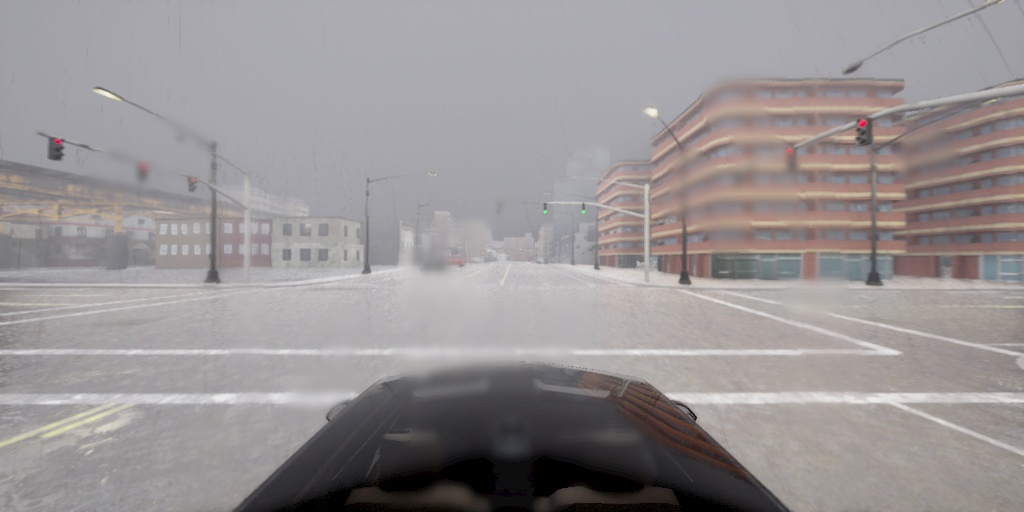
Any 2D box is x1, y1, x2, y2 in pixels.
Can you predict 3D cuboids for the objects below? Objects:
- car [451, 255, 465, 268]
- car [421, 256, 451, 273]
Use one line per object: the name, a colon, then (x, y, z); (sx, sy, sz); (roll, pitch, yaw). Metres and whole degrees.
car: (-9.406, 0.892, 61.418); (2.150, 2.045, 5.566); (0, 1, 1)
car: (-9.580, 1.038, 44.636); (2.150, 2.045, 5.566); (0, 0, 1)
